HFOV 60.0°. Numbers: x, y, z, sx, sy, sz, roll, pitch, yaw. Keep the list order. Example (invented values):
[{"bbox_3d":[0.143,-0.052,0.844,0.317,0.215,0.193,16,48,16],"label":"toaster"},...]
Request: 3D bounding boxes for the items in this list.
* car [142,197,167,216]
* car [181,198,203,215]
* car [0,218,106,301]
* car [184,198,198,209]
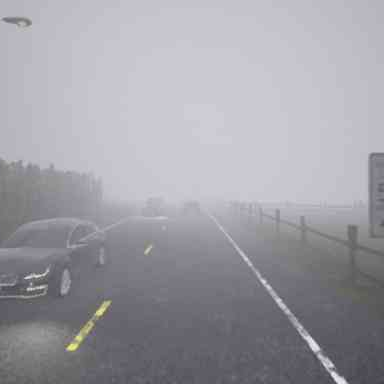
[{"bbox_3d":[-3.573,1.307,32.215,2.097,1.767,4.553,0,0,0],"label":"car"},{"bbox_3d":[0.015,1.466,33.602,1.837,1.490,4.892,0,0,0],"label":"car"},{"bbox_3d":[-3.559,1.489,8.469,1.837,1.490,4.892,0,0,0],"label":"car"},{"bbox_3d":[-0.197,1.538,46.534,1.895,1.301,4.718,0,0,-1],"label":"car"}]
